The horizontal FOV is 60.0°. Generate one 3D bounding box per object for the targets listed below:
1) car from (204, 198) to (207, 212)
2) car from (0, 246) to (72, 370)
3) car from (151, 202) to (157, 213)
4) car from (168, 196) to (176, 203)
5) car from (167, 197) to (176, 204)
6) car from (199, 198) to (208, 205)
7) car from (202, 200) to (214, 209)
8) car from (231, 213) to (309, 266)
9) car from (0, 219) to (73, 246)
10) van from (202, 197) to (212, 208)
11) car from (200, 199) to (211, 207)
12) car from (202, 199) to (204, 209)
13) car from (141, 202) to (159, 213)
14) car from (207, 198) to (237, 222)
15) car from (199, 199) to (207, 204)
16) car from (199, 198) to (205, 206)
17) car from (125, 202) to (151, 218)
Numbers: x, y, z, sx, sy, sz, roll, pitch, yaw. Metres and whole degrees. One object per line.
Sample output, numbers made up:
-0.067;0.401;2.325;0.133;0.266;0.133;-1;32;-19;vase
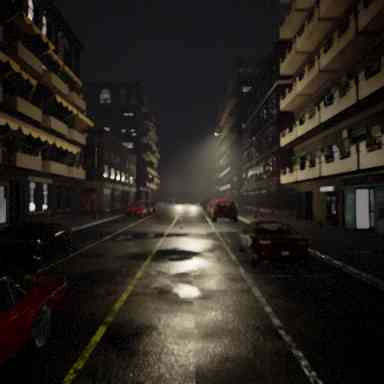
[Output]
2.701;1.642;34.125;2.192;1.841;5.009;1;-1;0;car
-3.093;1.636;3.558;1.895;1.301;4.718;0;-1;0;car
-5.684;1.963;39.733;1.802;1.307;4.206;1;-1;0;car
-5.686;2.234;95.444;2.192;1.841;5.009;1;-1;0;car
-5.689;2.431;89.871;1.947;1.339;4.313;1;-1;0;car
2.693;2.283;78.861;1.752;1.417;4.829;1;-1;0;car
2.695;2.086;56.407;1.887;1.381;4.507;1;-1;0;car
2.700;1.659;11.840;1.887;1.381;4.507;1;-1;0;car
-5.681;1.680;11.879;1.947;1.339;4.313;1;-1;0;car
2.697;1.936;61.980;1.690;1.788;3.998;1;-1;0;van
2.694;2.200;67.549;2.008;1.369;4.403;1;-1;0;car
2.696;1.961;45.435;1.752;1.417;4.829;1;-1;0;car
-5.685;2.017;45.304;1.802;1.307;4.206;1;-1;0;car
2.701;1.589;28.555;2.192;1.841;5.009;1;-1;0;car
2.692;2.392;84.262;1.802;1.307;4.206;1;-1;0;car
2.699;1.803;50.839;2.192;1.841;5.009;1;-1;0;car
-5.683;1.872;34.163;1.887;1.381;4.507;1;-1;0;car
